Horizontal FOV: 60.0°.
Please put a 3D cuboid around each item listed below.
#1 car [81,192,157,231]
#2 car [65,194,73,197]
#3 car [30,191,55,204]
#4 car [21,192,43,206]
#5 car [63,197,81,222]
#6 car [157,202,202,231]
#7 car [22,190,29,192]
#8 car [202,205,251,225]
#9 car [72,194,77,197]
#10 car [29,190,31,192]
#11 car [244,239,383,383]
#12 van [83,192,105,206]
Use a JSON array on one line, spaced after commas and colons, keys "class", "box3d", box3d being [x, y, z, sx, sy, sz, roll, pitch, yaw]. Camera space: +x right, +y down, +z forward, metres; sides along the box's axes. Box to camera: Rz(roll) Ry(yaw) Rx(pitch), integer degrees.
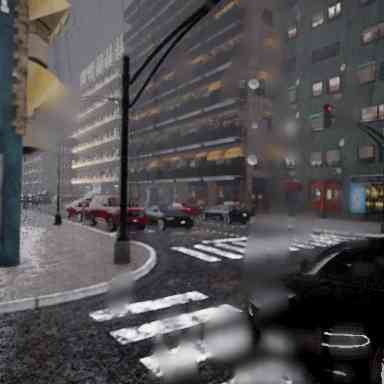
[{"class": "car", "box3d": [-4.429, 1.149, 19.428, 2.192, 1.841, 5.009, 3, -1, -36]}, {"class": "car", "box3d": [-20.424, 1.026, 55.925, 1.887, 1.381, 4.507, 2, -1, -36]}, {"class": "car", "box3d": [-21.318, 0.956, 47.404, 1.837, 1.490, 4.892, 1, -1, -36]}, {"class": "car", "box3d": [-20.728, 1.021, 42.019, 1.947, 1.339, 4.313, 3, -1, -36]}, {"class": "car", "box3d": [-7.696, 1.303, 23.944, 1.887, 1.381, 4.507, 3, -1, -36]}, {"class": "car", "box3d": [-1.652, 1.468, 19.966, 1.994, 1.385, 4.181, 1, 0, -36]}, {"class": "car", "box3d": [-42.263, 0.323, 81.605, 2.097, 1.767, 4.553, 1, 0, -36]}, {"class": "car", "box3d": [2.379, 1.577, 24.294, 1.947, 1.339, 4.313, 2, -1, -36]}, {"class": "car", "box3d": [-8.939, 1.213, 30.082, 1.882, 1.535, 5.008, 1, 1, -36]}, {"class": "car", "box3d": [-40.070, 0.553, 83.175, 1.752, 1.417, 4.829, 2, -1, -36]}, {"class": "car", "box3d": [3.033, 1.555, 5.399, 5.008, 1.535, 1.882, 1, -1, -35]}, {"class": "van", "box3d": [-13.903, 0.974, 46.890, 1.690, 1.788, 3.998, 2, -1, -36]}]
